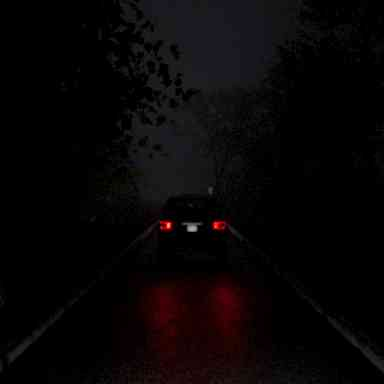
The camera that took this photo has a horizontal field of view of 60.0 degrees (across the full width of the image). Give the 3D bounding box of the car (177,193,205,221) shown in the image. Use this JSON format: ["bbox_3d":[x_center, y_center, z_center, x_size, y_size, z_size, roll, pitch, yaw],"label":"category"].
[{"bbox_3d":[-0.128,1.132,28.195,2.150,2.045,5.566,0,1,-1],"label":"car"}]

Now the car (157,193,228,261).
[{"bbox_3d":[0.032,1.174,12.128,2.150,2.045,5.566,0,-1,1],"label":"car"}]
